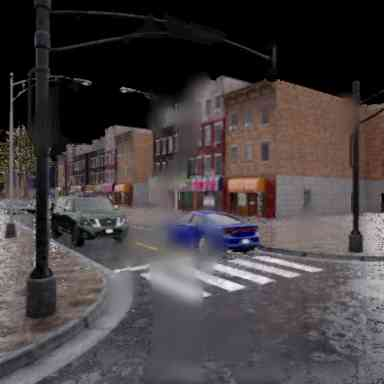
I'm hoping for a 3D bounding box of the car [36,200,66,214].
[{"bbox_3d":[-14.653,1.497,34.366,1.895,1.301,4.718,0,0,-35],"label":"car"}]

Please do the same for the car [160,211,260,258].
[{"bbox_3d":[0.464,1.461,13.005,1.882,1.535,5.008,1,0,-32],"label":"car"}]

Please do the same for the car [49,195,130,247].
[{"bbox_3d":[-4.851,1.178,15.339,2.150,2.045,5.566,0,0,-36],"label":"car"}]

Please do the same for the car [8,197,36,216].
[{"bbox_3d":[-16.076,1.438,31.273,2.033,1.411,5.357,0,0,-35],"label":"car"}]
